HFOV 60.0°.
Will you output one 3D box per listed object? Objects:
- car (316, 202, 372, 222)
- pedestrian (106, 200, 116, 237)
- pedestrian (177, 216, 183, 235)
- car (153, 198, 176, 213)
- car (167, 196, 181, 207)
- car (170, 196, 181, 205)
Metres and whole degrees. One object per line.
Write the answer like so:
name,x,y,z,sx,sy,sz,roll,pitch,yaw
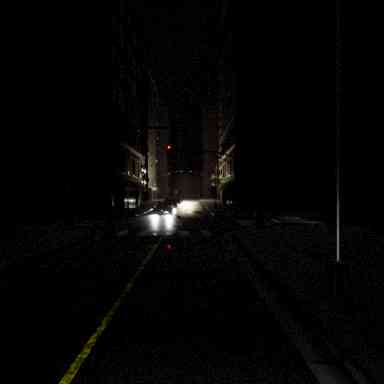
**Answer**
car,12.116,1.518,25.981,4.674,1.442,1.812,0,0,0
pedestrian,-4.058,1.298,16.606,0.375,1.860,0.375,0,0,0
pedestrian,-0.617,1.678,17.205,0.500,1.100,0.500,0,0,0
car,-3.108,1.615,36.905,1.895,1.301,4.718,0,0,1
car,-3.094,1.512,48.541,2.128,1.511,4.902,0,0,0
car,-3.054,1.555,62.900,1.812,1.442,4.674,0,0,0
